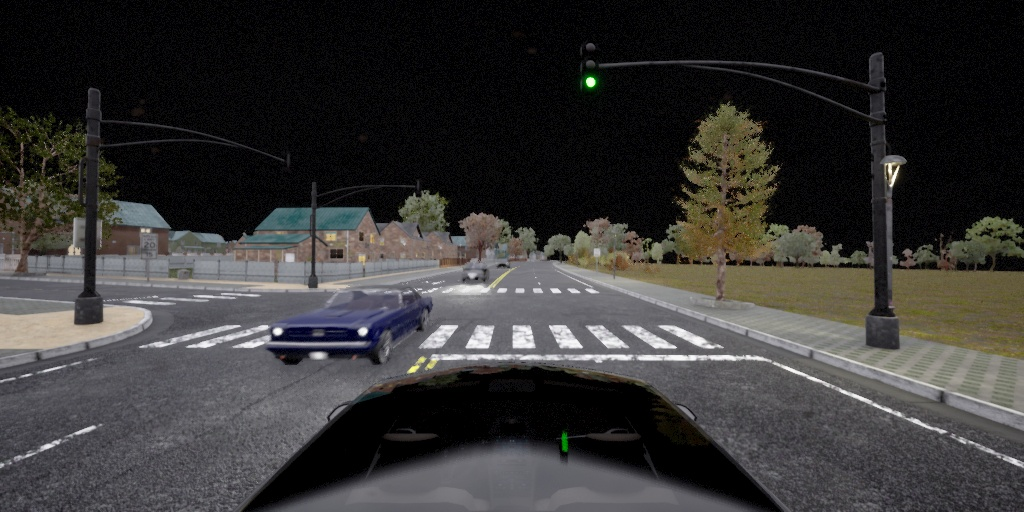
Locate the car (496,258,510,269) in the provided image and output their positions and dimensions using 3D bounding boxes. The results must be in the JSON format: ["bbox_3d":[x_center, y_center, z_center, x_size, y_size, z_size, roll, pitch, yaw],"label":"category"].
[{"bbox_3d":[-1.409,1.165,58.219,2.097,1.767,4.553,0,0,4],"label":"car"}]

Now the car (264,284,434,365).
[{"bbox_3d":[-3.215,1.354,8.184,1.895,1.301,4.718,0,0,0],"label":"car"}]

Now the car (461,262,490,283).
[{"bbox_3d":[-2.810,1.272,28.478,2.128,1.511,4.902,0,0,2],"label":"car"}]
